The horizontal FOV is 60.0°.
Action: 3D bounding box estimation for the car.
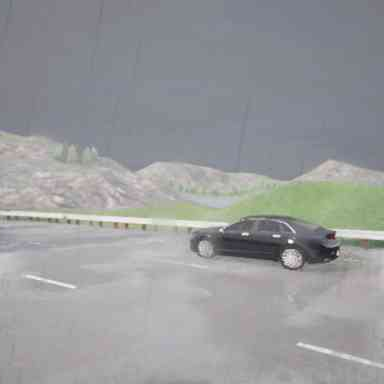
[{"bbox_3d":[2.168,1.499,10.866,4.892,1.490,1.837,0,0,35],"label":"car"}]
